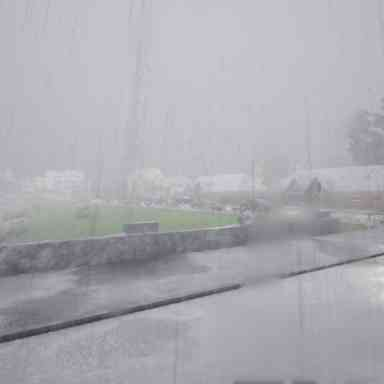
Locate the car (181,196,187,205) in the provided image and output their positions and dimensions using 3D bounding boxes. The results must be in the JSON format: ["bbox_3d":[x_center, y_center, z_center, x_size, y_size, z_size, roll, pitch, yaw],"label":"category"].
[{"bbox_3d":[-1.664,1.477,57.614,1.882,1.535,5.008,0,0,-35],"label":"car"}]

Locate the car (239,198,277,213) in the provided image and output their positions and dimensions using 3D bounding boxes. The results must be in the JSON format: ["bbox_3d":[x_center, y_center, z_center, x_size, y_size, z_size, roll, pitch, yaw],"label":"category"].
[{"bbox_3d":[7.448,1.504,37.679,1.837,1.490,4.892,0,0,-35],"label":"car"}]

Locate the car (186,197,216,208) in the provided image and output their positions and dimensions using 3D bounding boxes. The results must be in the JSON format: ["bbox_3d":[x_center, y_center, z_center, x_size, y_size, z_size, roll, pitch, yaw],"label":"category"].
[{"bbox_3d":[1.604,1.564,45.891,1.994,1.385,4.181,0,0,-36],"label":"car"}]

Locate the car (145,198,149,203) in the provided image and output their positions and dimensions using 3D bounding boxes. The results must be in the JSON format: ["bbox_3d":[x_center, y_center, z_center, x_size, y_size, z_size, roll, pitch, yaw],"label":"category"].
[{"bbox_3d":[-7.588,1.477,65.849,1.882,1.535,5.008,0,0,-35],"label":"car"}]

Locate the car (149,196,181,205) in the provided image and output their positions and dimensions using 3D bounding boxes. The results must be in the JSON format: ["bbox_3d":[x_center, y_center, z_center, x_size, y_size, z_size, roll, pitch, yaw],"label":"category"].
[{"bbox_3d":[-4.469,1.547,54.482,2.033,1.411,5.357,0,0,-35],"label":"car"}]
